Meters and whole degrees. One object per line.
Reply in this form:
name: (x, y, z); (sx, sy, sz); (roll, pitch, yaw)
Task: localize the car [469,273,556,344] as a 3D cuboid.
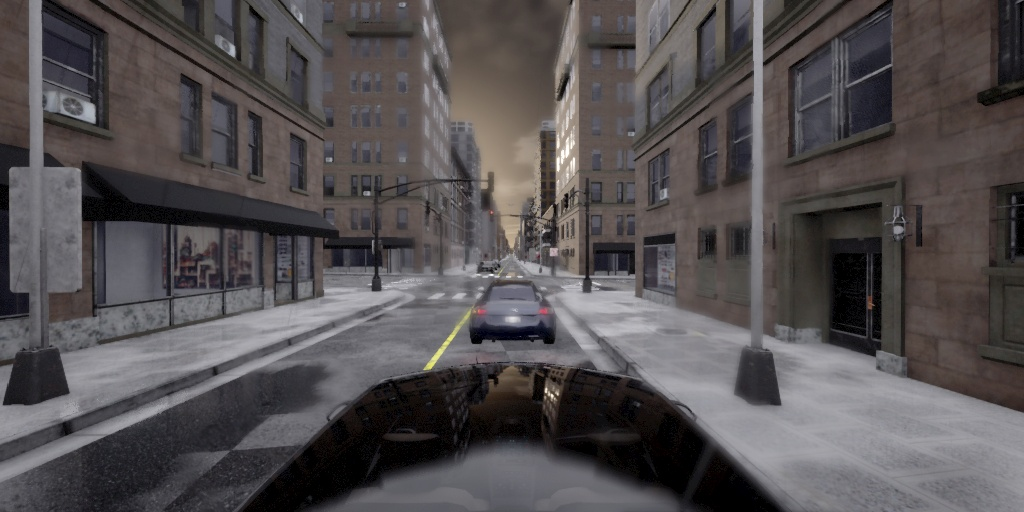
car: (0.016, 1.315, 9.587); (1.994, 1.385, 4.181); (0, 0, 0)

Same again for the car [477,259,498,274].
car: (-3.067, 1.308, 43.031); (1.837, 1.490, 4.892); (0, 0, 0)

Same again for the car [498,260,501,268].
car: (-3.061, 1.370, 52.854); (2.033, 1.411, 5.357); (0, 0, 0)

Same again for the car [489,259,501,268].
car: (-3.016, 1.321, 63.263); (1.882, 1.535, 5.008); (0, 0, 0)
